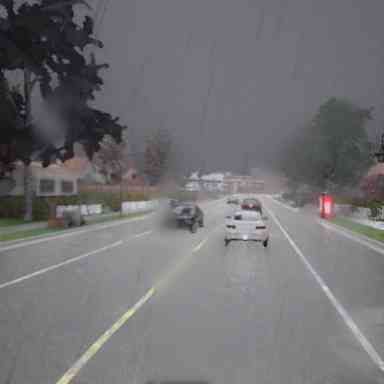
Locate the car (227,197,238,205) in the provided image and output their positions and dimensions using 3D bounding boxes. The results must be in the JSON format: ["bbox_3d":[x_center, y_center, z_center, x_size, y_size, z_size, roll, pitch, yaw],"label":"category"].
[{"bbox_3d":[7.473,1.583,61.039,1.882,1.535,5.008,1,0,11],"label":"car"}]

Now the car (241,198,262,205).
[{"bbox_3d":[6.365,1.448,35.746,2.097,1.767,4.553,1,0,11],"label":"car"}]

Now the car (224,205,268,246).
[{"bbox_3d":[2.545,1.565,15.500,1.812,1.442,4.674,1,0,10],"label":"car"}]

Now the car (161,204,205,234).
[{"bbox_3d":[-0.435,1.486,19.767,1.882,1.535,5.008,1,0,11],"label":"car"}]

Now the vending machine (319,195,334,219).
[{"bbox_3d":[12.282,1.356,30.493,1.100,2.100,0.880,1,0,11],"label":"vending machine"}]
